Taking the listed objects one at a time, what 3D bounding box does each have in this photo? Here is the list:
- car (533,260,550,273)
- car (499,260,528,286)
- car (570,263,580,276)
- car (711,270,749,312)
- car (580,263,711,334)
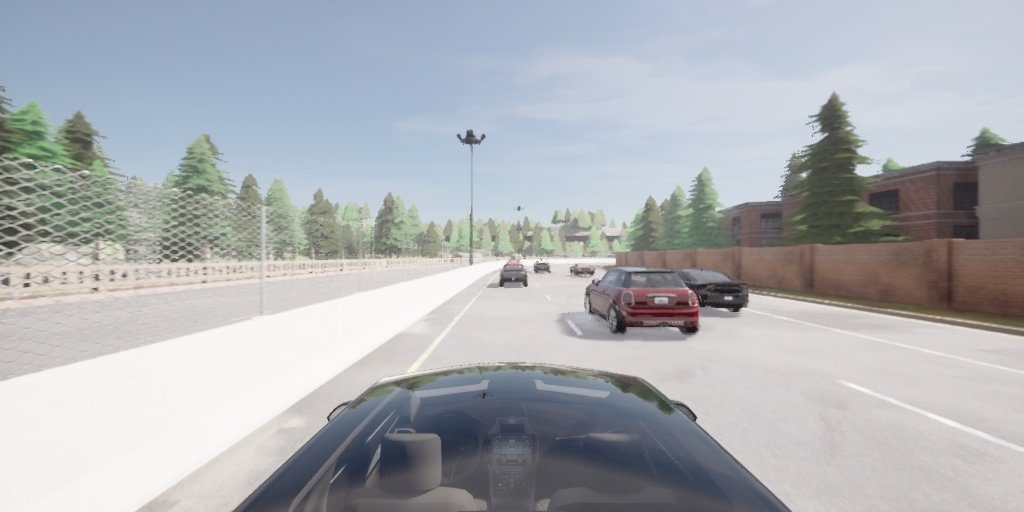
[{"bbox_3d":[3.749,1.267,44.776,2.128,1.511,4.902,0,0,3],"label":"car"},{"bbox_3d":[0.105,1.256,25.363,2.128,1.511,4.902,0,0,0],"label":"car"},{"bbox_3d":[7.115,1.372,36.775,1.895,1.301,4.718,0,0,0],"label":"car"},{"bbox_3d":[7.102,1.235,14.235,1.882,1.535,5.008,0,0,0],"label":"car"},{"bbox_3d":[3.603,1.107,10.767,2.097,1.767,4.553,0,0,0],"label":"car"}]
